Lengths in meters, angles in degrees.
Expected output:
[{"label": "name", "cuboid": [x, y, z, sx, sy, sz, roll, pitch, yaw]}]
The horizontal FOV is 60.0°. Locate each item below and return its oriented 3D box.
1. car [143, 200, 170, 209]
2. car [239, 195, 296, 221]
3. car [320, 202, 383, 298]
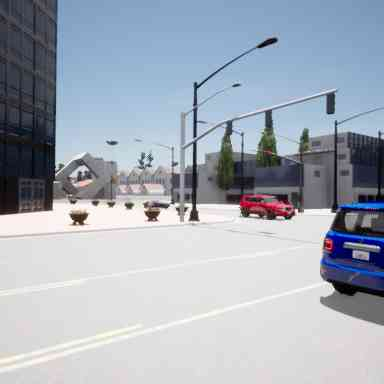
[{"label": "car", "cuboid": [-4.848, 1.696, 45.633, 1.895, 1.301, 4.718, 1, -1, -34]}, {"label": "car", "cuboid": [6.445, 1.322, 29.017, 2.150, 2.045, 5.566, 1, 0, -30]}, {"label": "car", "cuboid": [5.232, 1.239, 7.526, 5.566, 2.045, 2.150, 0, 0, -35]}]
